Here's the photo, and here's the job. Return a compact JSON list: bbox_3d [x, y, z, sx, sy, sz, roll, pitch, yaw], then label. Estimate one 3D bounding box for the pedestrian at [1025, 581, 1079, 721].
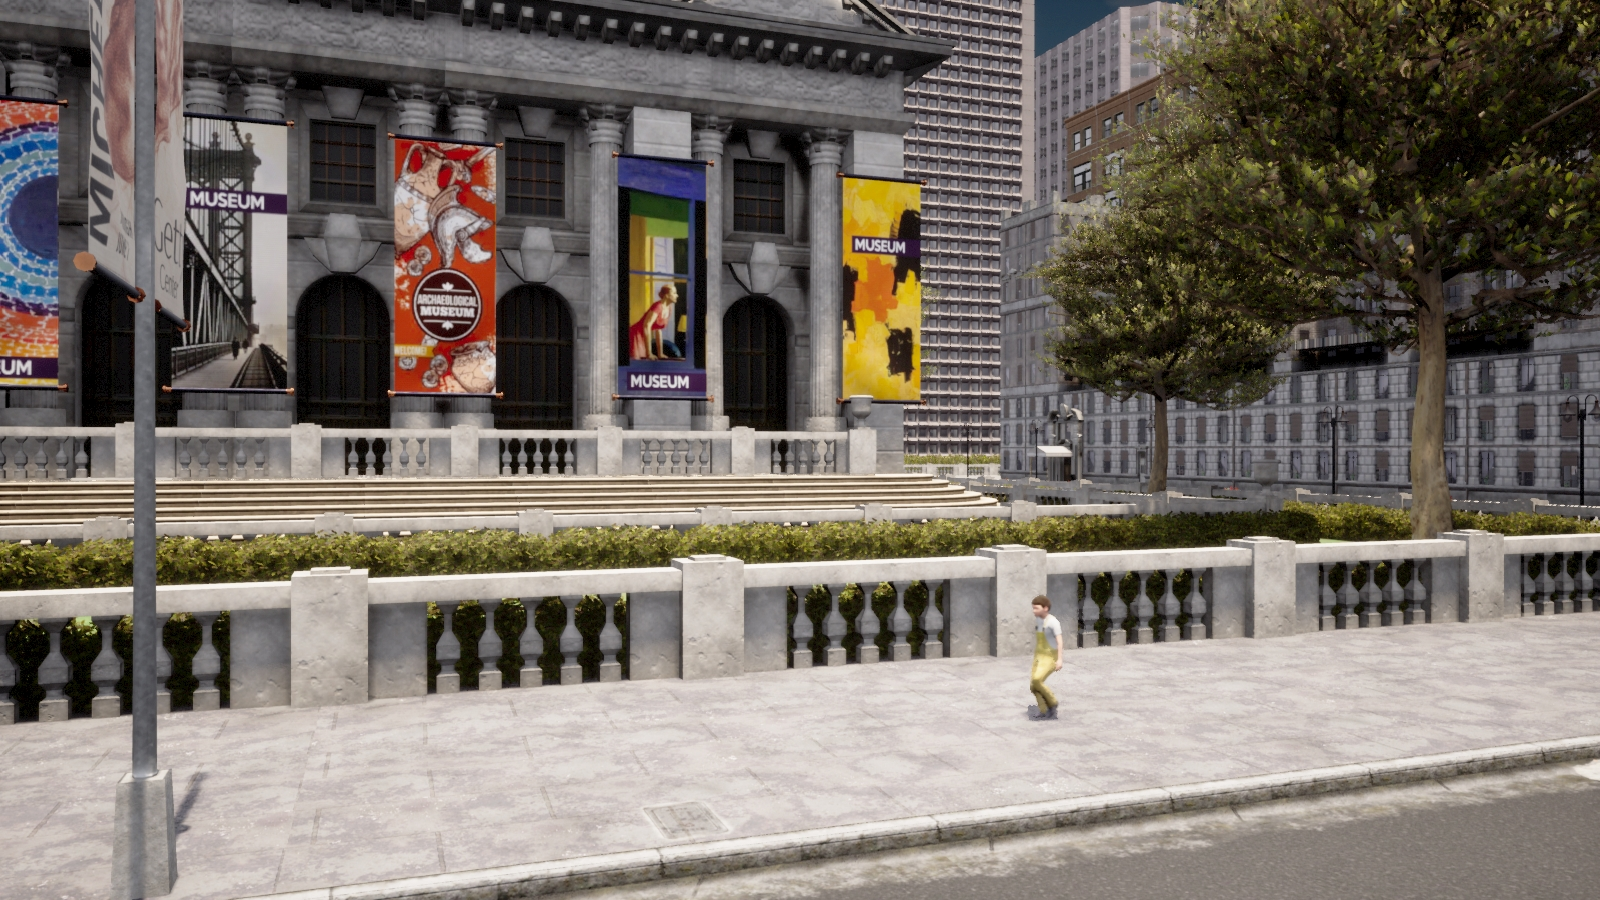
[{"bbox_3d":[2.498,1.979,11.325,0.375,1.300,0.375,0,0,-20],"label":"pedestrian"}]
